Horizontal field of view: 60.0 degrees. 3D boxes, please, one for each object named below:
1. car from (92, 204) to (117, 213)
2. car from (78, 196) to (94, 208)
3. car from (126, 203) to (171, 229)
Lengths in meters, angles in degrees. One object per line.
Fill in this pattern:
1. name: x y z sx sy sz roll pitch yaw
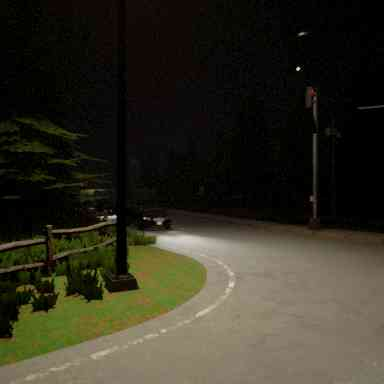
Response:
1. car: -8.311 1.536 32.646 1.994 1.385 4.181 0 0 -24
2. car: -15.982 1.449 49.954 1.882 1.535 5.008 0 0 -24
3. car: -2.865 1.465 20.681 2.128 1.511 4.902 0 0 -26
